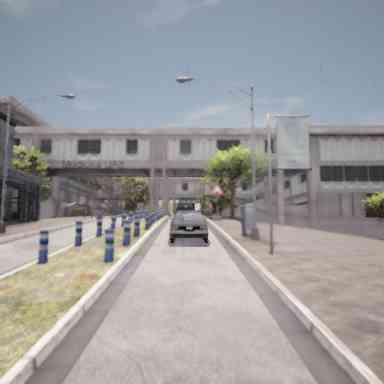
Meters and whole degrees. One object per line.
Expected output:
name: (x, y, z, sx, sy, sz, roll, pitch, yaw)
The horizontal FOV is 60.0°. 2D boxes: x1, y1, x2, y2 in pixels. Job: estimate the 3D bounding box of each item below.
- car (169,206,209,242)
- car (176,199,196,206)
car: (-0.173, 1.634, 16.824, 2.033, 1.411, 5.357, 0, -1, -1)
car: (-0.718, 1.917, 39.439, 2.150, 2.045, 5.566, 0, -4, -1)
